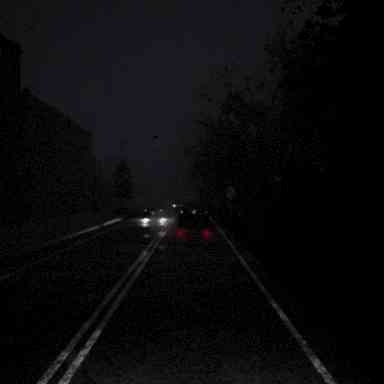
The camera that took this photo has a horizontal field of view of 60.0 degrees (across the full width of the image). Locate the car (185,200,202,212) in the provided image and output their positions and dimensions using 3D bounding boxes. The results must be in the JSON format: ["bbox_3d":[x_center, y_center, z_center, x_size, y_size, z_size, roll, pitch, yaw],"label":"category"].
[{"bbox_3d":[0.184,1.702,41.546,2.033,1.411,5.357,0,-1,0],"label":"car"}]

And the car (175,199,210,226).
[{"bbox_3d":[0.127,1.347,23.591,2.097,1.767,4.553,0,0,0],"label":"car"}]

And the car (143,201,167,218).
[{"bbox_3d":[-3.301,1.566,30.522,1.812,1.442,4.674,0,0,0],"label":"car"}]

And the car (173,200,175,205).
[{"bbox_3d":[-3.022,2.085,71.783,1.895,1.301,4.718,0,-1,0],"label":"car"}]
